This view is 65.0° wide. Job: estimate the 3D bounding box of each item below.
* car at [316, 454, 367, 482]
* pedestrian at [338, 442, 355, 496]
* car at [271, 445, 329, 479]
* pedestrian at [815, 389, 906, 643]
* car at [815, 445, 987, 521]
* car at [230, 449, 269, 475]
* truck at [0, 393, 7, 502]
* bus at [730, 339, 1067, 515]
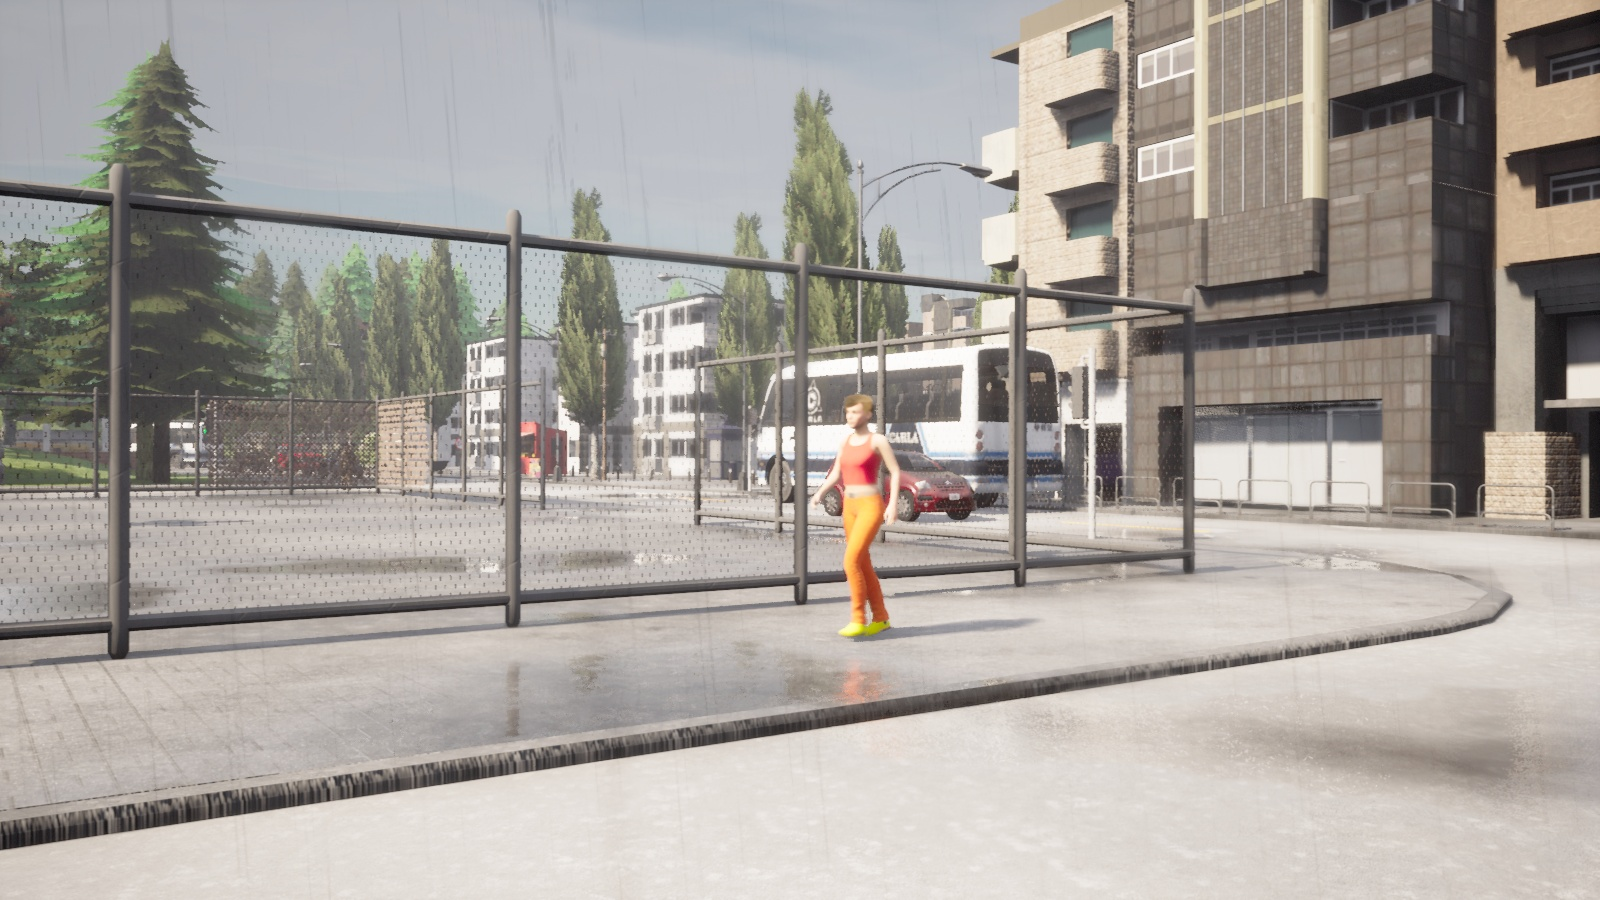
[{"bbox_3d":[-25.319,0.986,69.317,1.845,1.501,3.633,0,0,-34],"label":"car"},{"bbox_3d":[-16.579,0.693,45.913,0.396,1.930,0.692,0,0,-34],"label":"pedestrian"},{"bbox_3d":[-30.903,0.723,77.505,2.150,2.045,5.566,0,0,-34],"label":"car"},{"bbox_3d":[0.455,0.478,9.414,0.594,1.836,0.345,0,0,-38],"label":"pedestrian"},{"bbox_3d":[2.240,0.713,28.788,1.851,1.617,3.988,0,0,-34],"label":"car"},{"bbox_3d":[-39.696,0.850,90.479,1.905,1.878,3.866,0,0,-34],"label":"car"},{"bbox_3d":[-29.393,-0.080,38.980,7.936,3.462,2.891,0,0,-35],"label":"truck"},{"bbox_3d":[2.374,-0.544,35.711,3.944,4.253,10.273,0,0,-35],"label":"bus"}]
